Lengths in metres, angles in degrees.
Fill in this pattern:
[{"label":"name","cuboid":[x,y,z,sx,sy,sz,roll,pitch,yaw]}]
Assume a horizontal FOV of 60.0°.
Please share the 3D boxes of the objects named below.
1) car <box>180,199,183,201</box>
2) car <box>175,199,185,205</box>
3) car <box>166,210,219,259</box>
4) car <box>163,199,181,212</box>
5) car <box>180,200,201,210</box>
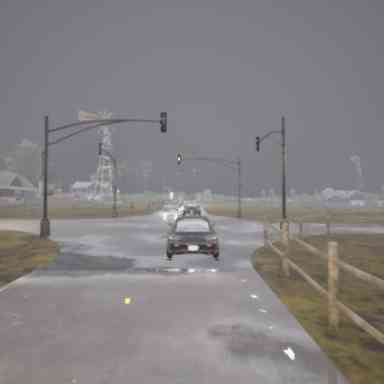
[{"label":"car","cuboid":[-2.811,2.124,61.888,1.837,1.490,4.892,0,-1,0]},{"label":"car","cuboid":[-2.785,2.313,77.225,2.033,1.411,5.357,0,-1,0]},{"label":"car","cuboid":[0.014,1.623,12.854,1.812,1.442,4.674,0,0,0]},{"label":"car","cuboid":[-2.859,2.026,45.958,1.895,1.301,4.718,0,-1,0]},{"label":"car","cuboid":[0.013,1.838,35.679,1.812,1.442,4.674,0,-1,1]}]
